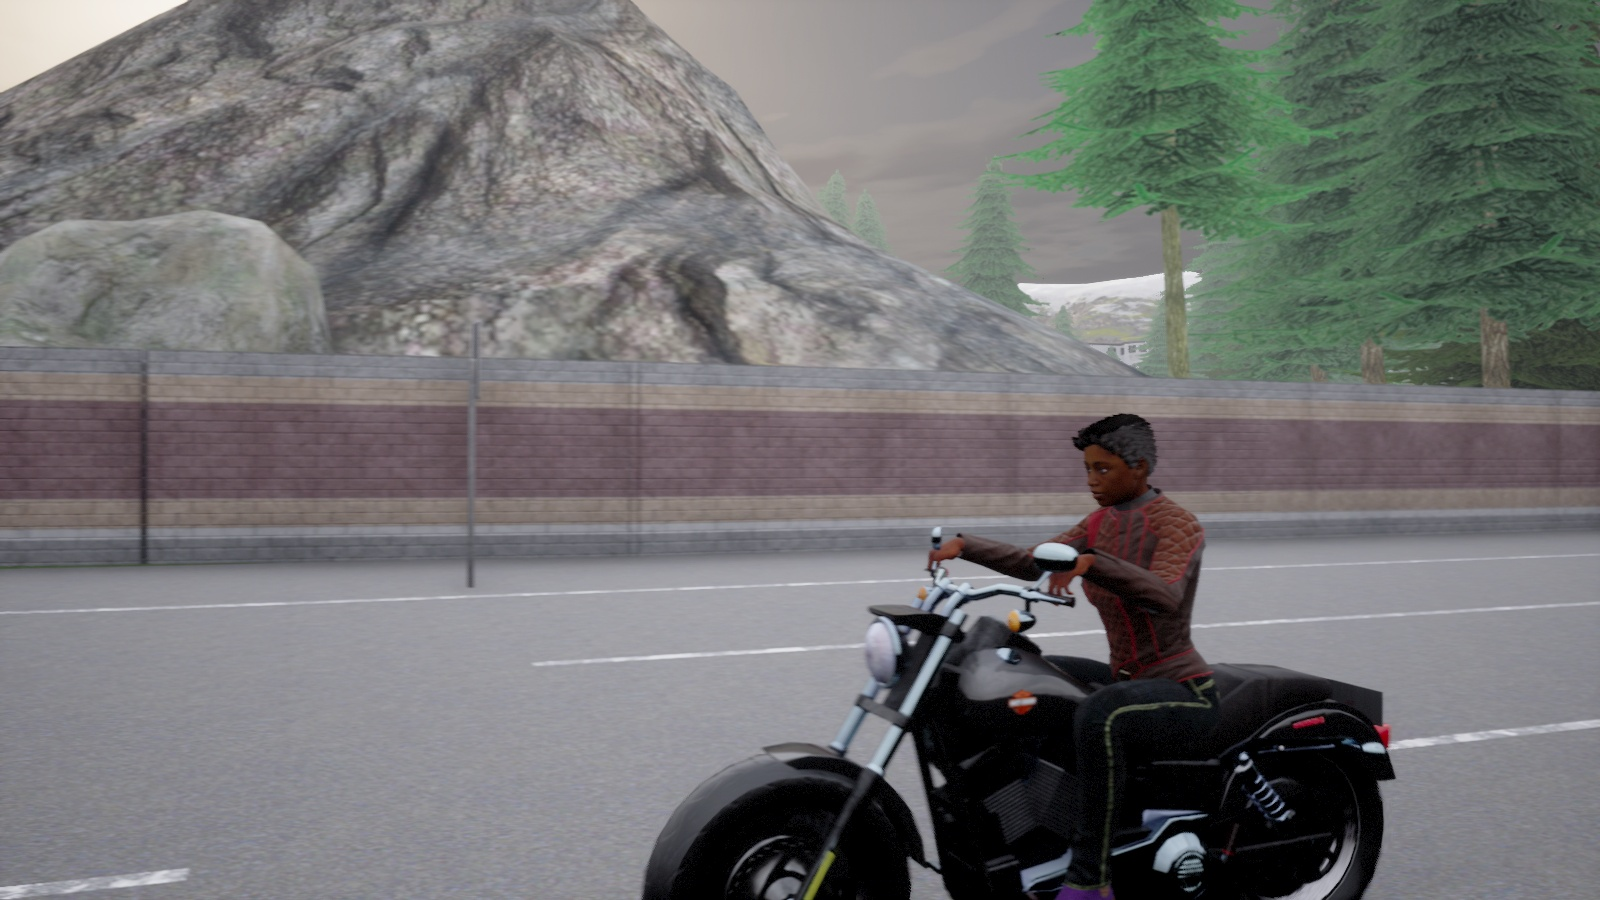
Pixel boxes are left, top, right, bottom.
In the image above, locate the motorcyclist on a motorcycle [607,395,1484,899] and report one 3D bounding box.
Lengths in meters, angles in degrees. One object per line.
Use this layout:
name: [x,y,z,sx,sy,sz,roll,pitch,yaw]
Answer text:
motorcyclist on a motorcycle: [0.718,0.687,3.519,2.350,1.649,0.766,-1,1,-21]
